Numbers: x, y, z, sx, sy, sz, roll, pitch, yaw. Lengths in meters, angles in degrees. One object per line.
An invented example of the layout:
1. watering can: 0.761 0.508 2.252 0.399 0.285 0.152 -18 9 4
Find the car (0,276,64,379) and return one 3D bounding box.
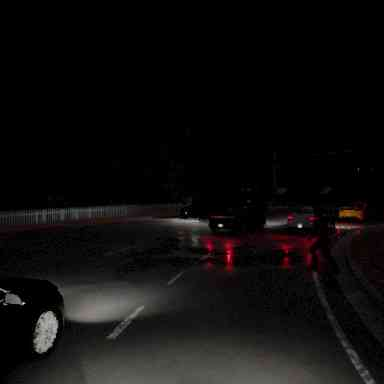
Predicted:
1. car: -3.021 1.502 3.122 1.837 1.490 4.892 -1 0 6

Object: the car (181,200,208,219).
1. car: 1.092 1.494 28.911 1.837 1.490 4.892 0 -1 41

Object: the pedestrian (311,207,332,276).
1. pedestrian: 3.507 1.290 9.006 0.375 1.860 0.375 0 0 18

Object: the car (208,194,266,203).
1. car: 4.123 1.214 27.112 2.150 2.045 5.566 0 0 43

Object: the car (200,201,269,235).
1. car: 2.689 1.484 18.988 2.128 1.511 4.902 0 0 31

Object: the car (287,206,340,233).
1. car: 6.849 1.518 18.977 1.812 1.442 4.674 0 0 34

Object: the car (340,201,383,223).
1. car: 13.242 1.467 25.692 5.008 1.535 1.882 0 0 -40
